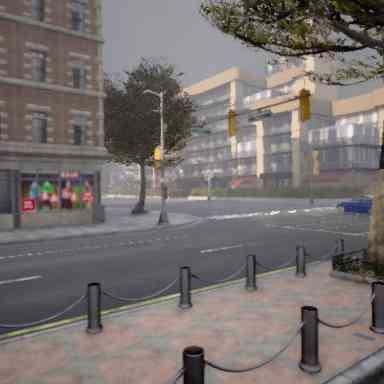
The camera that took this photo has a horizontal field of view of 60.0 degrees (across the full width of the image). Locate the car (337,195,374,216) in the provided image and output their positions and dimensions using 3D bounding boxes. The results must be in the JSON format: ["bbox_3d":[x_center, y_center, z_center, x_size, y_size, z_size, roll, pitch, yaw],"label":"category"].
[{"bbox_3d":[13.578,1.003,25.943,1.882,1.535,5.008,0,0,-19],"label":"car"}]
